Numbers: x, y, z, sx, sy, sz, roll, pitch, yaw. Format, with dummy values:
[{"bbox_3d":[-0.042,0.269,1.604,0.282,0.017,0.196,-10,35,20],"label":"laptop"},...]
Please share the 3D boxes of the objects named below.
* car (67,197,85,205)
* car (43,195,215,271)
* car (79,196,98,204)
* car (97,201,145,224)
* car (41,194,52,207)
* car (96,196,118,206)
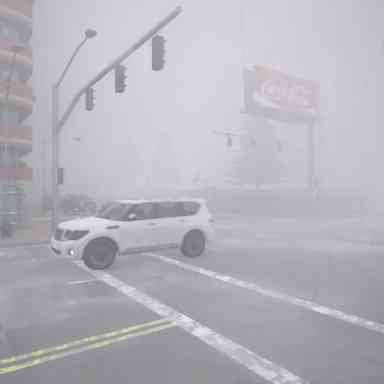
[{"bbox_3d":[-20.554,1.564,58.864,1.994,1.385,4.181,0,0,-36],"label":"car"},{"bbox_3d":[-1.763,1.221,11.328,5.566,2.045,2.150,0,0,-35],"label":"car"},{"bbox_3d":[-19.973,1.478,64.047,1.882,1.535,5.008,0,0,-36],"label":"car"},{"bbox_3d":[-5.649,1.505,25.824,1.837,1.490,4.892,0,0,-36],"label":"car"},{"bbox_3d":[-17.801,1.221,42.734,2.150,2.045,5.566,0,0,-35],"label":"car"},{"bbox_3d":[-14.483,1.505,56.418,1.837,1.490,4.892,0,0,-36],"label":"car"}]
